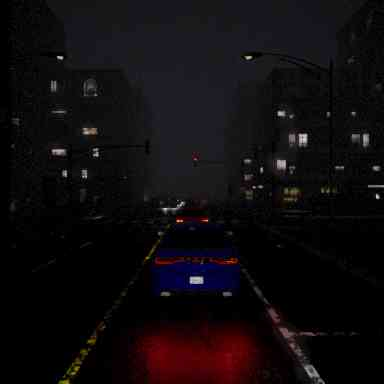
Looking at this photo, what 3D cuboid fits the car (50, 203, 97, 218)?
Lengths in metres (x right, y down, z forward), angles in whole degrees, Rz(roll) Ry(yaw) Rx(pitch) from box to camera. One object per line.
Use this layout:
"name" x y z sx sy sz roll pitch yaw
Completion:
"car" -11.289 1.752 31.810 4.181 1.385 1.994 -1 0 6

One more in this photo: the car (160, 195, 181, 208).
"car" -3.151 1.560 49.210 2.033 1.411 5.357 0 0 -1

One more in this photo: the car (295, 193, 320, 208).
"car" 14.505 1.014 38.183 5.009 1.841 2.192 -1 1 -1

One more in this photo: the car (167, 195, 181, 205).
"car" -3.163 1.370 58.692 2.097 1.767 4.553 0 0 0

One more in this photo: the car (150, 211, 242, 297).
"car" 0.090 1.477 8.612 1.882 1.535 5.008 0 0 0

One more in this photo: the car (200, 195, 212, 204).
"car" 2.599 1.461 63.217 1.967 1.590 4.097 0 0 0

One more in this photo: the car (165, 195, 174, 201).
"car" -5.814 1.480 85.934 1.967 1.590 4.097 0 0 0

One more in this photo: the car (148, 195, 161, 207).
"car" -5.765 1.580 51.838 1.947 1.339 4.313 0 0 0

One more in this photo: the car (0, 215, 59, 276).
"car" -5.755 1.582 9.815 1.802 1.307 4.206 0 0 0

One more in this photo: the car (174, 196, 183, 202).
"car" -3.114 1.621 78.539 1.895 1.301 4.718 0 0 0

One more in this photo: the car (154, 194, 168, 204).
"car" -5.782 1.336 63.203 2.192 1.841 5.009 0 0 0

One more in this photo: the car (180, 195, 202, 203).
"car" -0.035 1.504 46.512 2.128 1.511 4.902 0 0 2

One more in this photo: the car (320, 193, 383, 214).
"car" 14.651 1.029 29.805 5.009 1.841 2.192 -1 1 -1

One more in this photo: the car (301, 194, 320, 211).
"car" 14.732 1.205 35.614 4.892 1.490 1.837 -1 0 -1

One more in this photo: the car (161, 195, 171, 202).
"car" -5.798 1.470 74.569 1.967 1.590 4.097 0 0 0

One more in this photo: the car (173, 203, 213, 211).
"car" 0.072 1.526 17.952 1.812 1.442 4.674 0 0 1

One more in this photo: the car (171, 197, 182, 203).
"car" -3.109 1.626 68.201 1.895 1.301 4.718 0 0 0

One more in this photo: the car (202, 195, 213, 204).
"car" 2.607 1.458 57.535 1.967 1.590 4.097 0 0 0

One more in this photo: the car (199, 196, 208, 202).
"car" 2.583 1.612 74.582 1.802 1.307 4.206 0 0 0
